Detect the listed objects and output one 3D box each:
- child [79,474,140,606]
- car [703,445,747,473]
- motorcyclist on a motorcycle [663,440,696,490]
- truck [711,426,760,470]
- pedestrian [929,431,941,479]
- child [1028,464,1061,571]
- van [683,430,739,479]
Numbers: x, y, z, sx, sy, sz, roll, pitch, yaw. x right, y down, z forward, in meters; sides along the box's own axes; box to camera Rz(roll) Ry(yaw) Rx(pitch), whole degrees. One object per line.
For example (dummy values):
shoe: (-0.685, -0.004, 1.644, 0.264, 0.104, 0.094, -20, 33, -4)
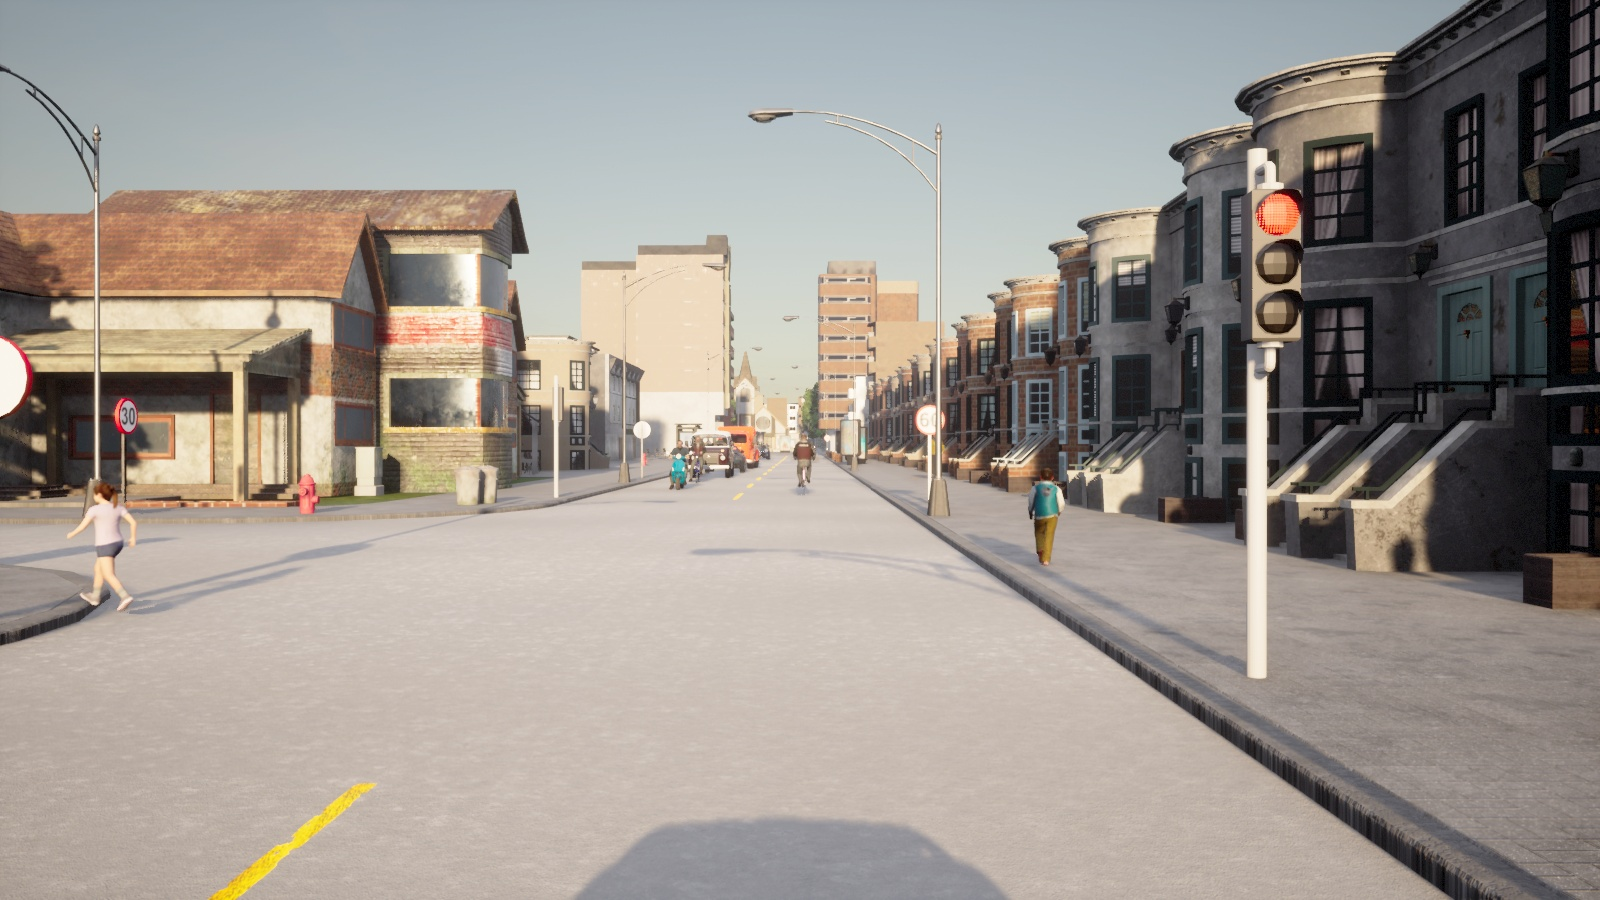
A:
child: (-5.940, 0.767, 10.804, 0.394, 1.110, 0.255, 0, 0, 14)
car: (-3.775, 0.446, 64.035, 1.994, 1.385, 4.181, 0, 0, 0)
motorcyclist on a motorcycle: (-3.856, 0.469, 40.343, 0.866, 1.590, 1.817, 0, 0, 0)
truck: (-3.735, -0.172, 73.712, 2.627, 2.467, 5.204, 0, 1, 0)
pedestrian: (5.125, 0.188, 47.668, 0.431, 1.840, 0.709, 0, 0, 3)
child: (2.784, 0.758, 14.316, 0.343, 1.192, 0.448, 0, 0, 9)
van: (-3.807, 0.160, 54.387, 2.069, 2.038, 4.480, 0, 0, 0)
